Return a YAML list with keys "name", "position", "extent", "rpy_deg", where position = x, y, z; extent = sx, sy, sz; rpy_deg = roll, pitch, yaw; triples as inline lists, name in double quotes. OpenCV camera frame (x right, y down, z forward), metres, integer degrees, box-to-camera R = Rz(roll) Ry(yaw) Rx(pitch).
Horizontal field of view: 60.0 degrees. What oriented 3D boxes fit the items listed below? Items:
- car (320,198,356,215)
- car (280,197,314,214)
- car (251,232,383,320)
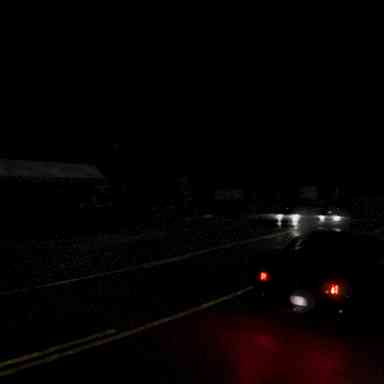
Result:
- name: "car"
  position: [13.272, 1.289, 30.050]
  extent: [2.033, 1.411, 5.357]
  rpy_deg: [-1, 0, 39]
- name: "car"
  position: [10.054, 1.268, 31.660]
  extent: [1.837, 1.490, 4.892]
  rpy_deg: [-1, 0, 39]
- name: "car"
  position: [3.302, 1.534, 7.294]
  extent: [1.895, 1.301, 4.718]
  rpy_deg: [-1, 0, 42]
